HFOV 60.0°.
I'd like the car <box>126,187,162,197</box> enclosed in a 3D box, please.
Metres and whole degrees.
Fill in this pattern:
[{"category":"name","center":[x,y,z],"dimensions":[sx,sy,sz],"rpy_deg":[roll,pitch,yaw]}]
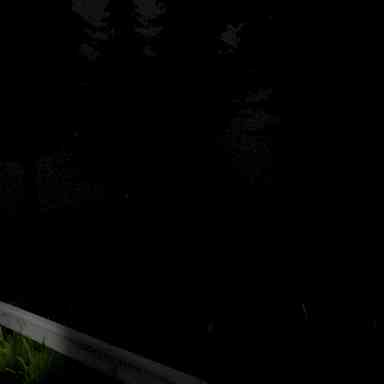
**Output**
[{"category":"car","center":[-5.276,0.342,34.593],"dimensions":[4.553,1.767,2.097],"rpy_deg":[-5,2,-25]}]

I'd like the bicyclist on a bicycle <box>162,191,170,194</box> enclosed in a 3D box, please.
[{"category":"bicyclist on a bicycle","center":[-2.234,0.269,28.847],"dimensions":[0.582,1.620,1.656],"rpy_deg":[1,4,-28]}]
